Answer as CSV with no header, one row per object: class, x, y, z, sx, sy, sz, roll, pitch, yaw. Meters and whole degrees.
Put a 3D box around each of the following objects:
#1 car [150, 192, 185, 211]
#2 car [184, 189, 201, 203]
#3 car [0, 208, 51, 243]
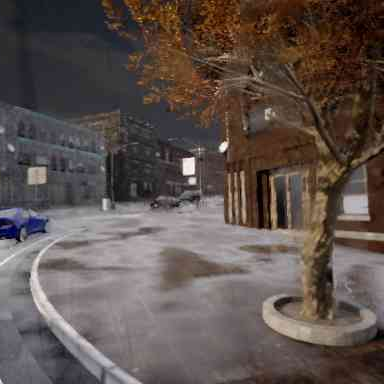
car,-2.848,1.152,36.562,1.882,1.535,5.008,-3,0,21
car,-0.249,0.632,53.811,2.150,2.045,5.566,-3,0,21
car,-8.626,1.523,16.317,1.882,1.535,5.008,-2,0,-4
